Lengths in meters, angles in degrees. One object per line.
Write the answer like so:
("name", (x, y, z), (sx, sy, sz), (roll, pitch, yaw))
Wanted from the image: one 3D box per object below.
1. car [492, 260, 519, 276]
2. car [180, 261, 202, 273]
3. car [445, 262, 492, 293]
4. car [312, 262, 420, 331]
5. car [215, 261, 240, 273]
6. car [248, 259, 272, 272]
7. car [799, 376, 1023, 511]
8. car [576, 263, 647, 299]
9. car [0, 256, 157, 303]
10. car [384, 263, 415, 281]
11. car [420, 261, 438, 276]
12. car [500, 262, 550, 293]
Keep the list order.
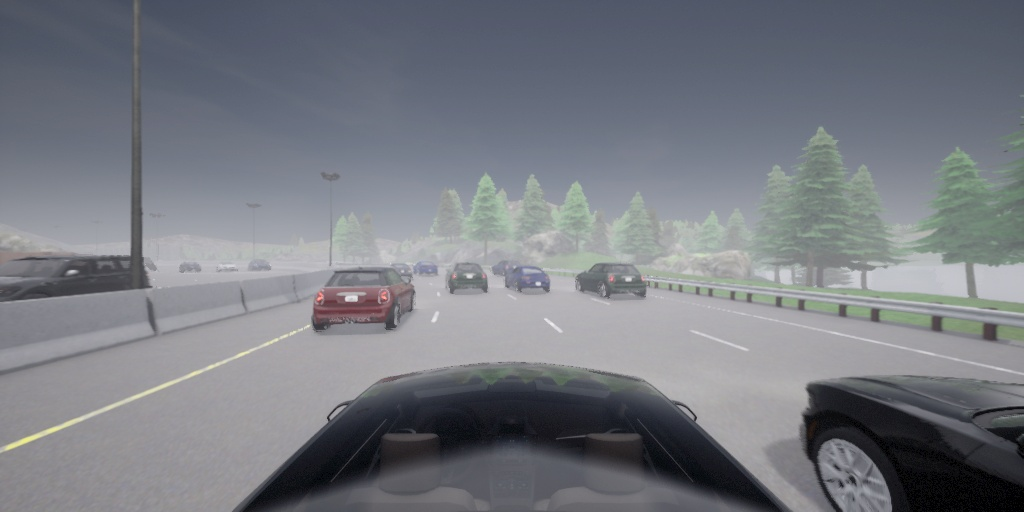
("car", (-0.486, 1.151, 35.859), (2.097, 1.767, 4.553), (0, 0, -23))
("car", (-41.583, 1.411, 46.359), (5.357, 1.411, 2.033), (0, 0, 43))
("car", (-2.787, 1.133, 21.163), (2.097, 1.767, 4.553), (0, 0, -14))
("car", (-4.381, 1.121, 11.294), (2.097, 1.767, 4.553), (0, 0, -7))
("car", (-37.526, 1.386, 47.269), (4.674, 1.442, 1.812), (0, 0, 45))
("car", (-34.796, 1.212, 49.477), (2.097, 1.767, 4.553), (0, 0, -45))
("car", (3.396, 1.222, 1.006), (1.882, 1.535, 5.008), (0, 0, 0))
("car", (4.956, 1.120, 18.607), (2.097, 1.767, 4.553), (0, 0, -11))
("car", (-15.182, 1.004, 11.998), (2.150, 2.045, 5.566), (0, 0, -10))
("car", (-10.161, 1.353, 32.166), (2.033, 1.411, 5.357), (0, 0, -24))
("car", (-9.370, 1.291, 38.411), (1.882, 1.535, 5.008), (0, 0, -27))
("car", (0.838, 1.302, 21.167), (1.812, 1.442, 4.674), (0, 0, -14))
